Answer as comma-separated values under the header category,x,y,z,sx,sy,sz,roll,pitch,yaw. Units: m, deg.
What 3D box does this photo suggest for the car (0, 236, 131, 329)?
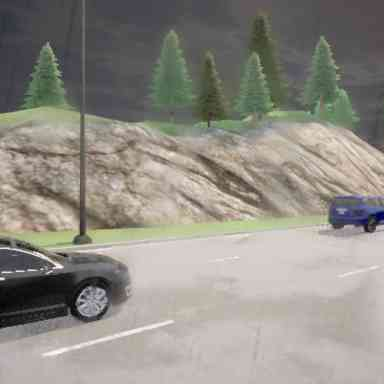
category,x,y,z,sx,sy,sz,roll,pitch,yaw
car,-3.435,1.505,5.594,4.892,1.490,1.837,0,0,-36

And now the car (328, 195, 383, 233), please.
category,x,y,z,sx,sy,sz,roll,pitch,yaw
car,10.368,1.220,19.774,5.566,2.045,2.150,0,0,-36
